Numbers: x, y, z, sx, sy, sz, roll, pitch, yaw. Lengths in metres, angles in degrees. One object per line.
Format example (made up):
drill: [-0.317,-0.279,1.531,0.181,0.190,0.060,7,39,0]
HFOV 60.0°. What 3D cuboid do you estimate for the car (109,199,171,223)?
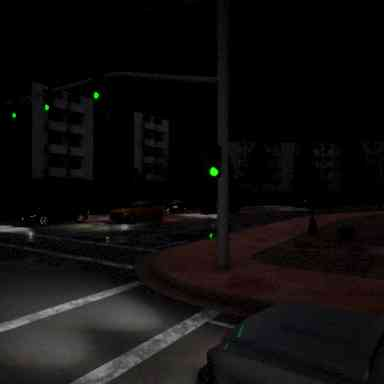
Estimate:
car: [-4.078,1.474,25.547,1.882,1.535,5.008,0,0,34]

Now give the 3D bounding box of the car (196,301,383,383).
car: [2.360,1.601,2.350,4.718,1.301,1.895,0,0,37]

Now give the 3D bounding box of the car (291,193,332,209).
car: [16.565,1.221,45.416,5.566,2.045,2.150,0,0,-26]

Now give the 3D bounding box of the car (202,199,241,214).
car: [3.162,1.474,35.299,1.882,1.535,5.008,0,0,44]

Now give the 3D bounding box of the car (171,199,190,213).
car: [-2.201,1.485,34.231,2.128,1.511,4.902,0,0,38]

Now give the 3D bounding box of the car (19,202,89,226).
car: [-9.619,1.500,23.571,1.837,1.490,4.892,0,0,35]

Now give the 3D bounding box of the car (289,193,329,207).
car: [17.536,1.223,49.747,5.566,2.045,2.150,1,0,-23]
